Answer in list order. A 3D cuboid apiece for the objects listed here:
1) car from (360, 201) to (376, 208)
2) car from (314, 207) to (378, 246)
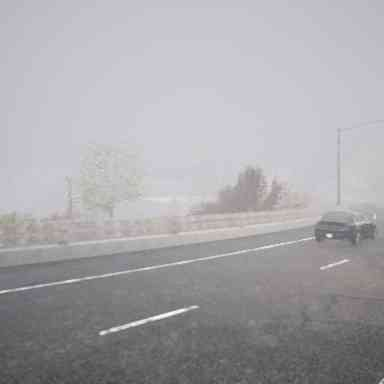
[{"bbox_3d":[32.029,2.326,60.622,1.994,1.385,4.181,0,-1,15],"label":"car"},{"bbox_3d":[7.740,1.704,16.560,1.837,1.490,4.892,1,0,42],"label":"car"}]
